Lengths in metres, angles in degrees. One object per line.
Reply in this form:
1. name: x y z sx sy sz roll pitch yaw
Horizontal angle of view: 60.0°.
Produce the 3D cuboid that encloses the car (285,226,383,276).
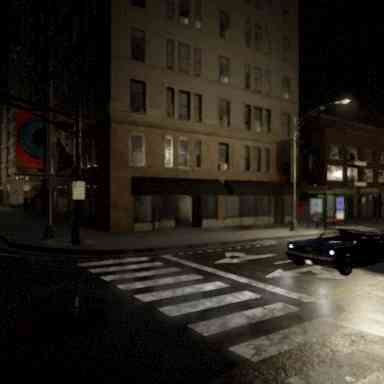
1. car: 5.396 1.887 11.522 4.718 1.301 1.895 1 -1 -35
